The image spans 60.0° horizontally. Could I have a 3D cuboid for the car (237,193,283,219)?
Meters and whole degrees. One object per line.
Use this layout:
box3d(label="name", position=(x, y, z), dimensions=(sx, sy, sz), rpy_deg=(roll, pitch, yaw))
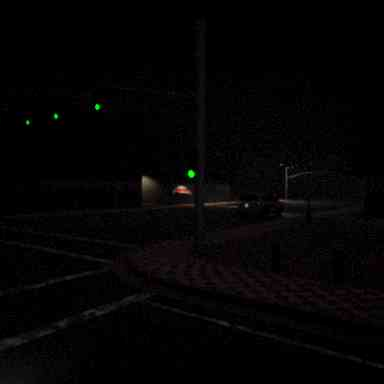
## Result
box3d(label="car", position=(5.853, 1.123, 28.222), dimensions=(2.150, 2.045, 5.566), rpy_deg=(1, 0, 36))

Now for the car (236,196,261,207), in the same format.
box3d(label="car", position=(8.530, 1.359, 49.992), dimensions=(1.812, 1.442, 4.674), rpy_deg=(1, 0, 36))
